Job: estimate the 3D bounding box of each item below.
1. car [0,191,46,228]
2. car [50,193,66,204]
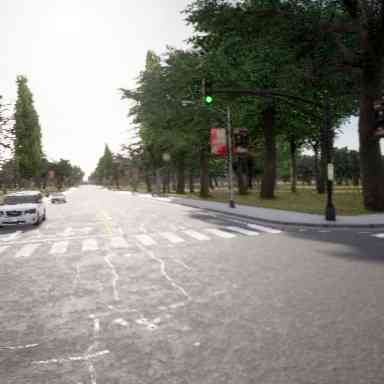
[{"bbox_3d":[-10.551,1.053,20.808,2.150,2.045,5.566,-3,3,-18],"label":"car"},{"bbox_3d":[-18.815,0.867,46.888,1.812,1.442,4.674,-3,2,-18],"label":"car"}]
